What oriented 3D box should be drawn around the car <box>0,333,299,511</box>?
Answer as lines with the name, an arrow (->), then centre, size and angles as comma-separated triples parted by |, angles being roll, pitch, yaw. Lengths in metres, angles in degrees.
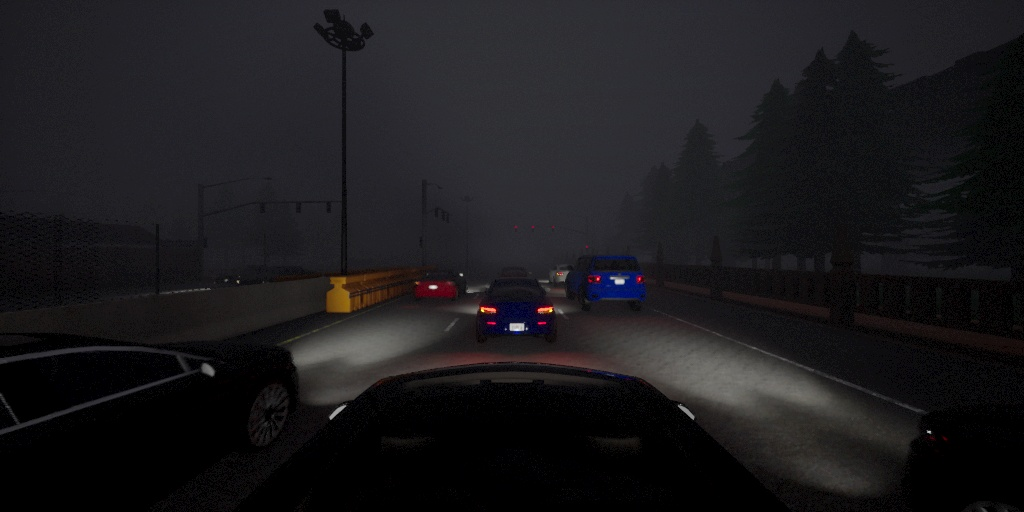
car -> -3.401, 1.242, 2.225 | 2.128, 1.511, 4.902 | 0, 0, 0

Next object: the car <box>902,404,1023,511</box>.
car -> 3.598, 1.243, 0.397 | 2.128, 1.511, 4.902 | 0, 0, 0

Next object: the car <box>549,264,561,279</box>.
car -> 3.598, 1.276, 24.555 | 1.812, 1.442, 4.674 | 0, 0, 0

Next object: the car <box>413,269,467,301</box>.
car -> -3.401, 1.314, 17.510 | 1.994, 1.385, 4.181 | 0, 0, 0

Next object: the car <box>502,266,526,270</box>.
car -> 0.101, 1.276, 19.479 | 1.812, 1.442, 4.674 | 0, 0, 0

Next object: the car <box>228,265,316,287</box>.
car -> -14.059, 1.297, 21.879 | 2.033, 1.411, 5.357 | 0, 0, 0

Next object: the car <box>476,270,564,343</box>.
car -> 0.094, 1.276, 9.583 | 1.812, 1.442, 4.674 | 0, 0, 0

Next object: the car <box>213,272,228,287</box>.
car -> -17.529, 1.315, 23.981 | 1.994, 1.385, 4.181 | 0, 0, 0

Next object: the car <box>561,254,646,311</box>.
car -> 3.600, 0.969, 14.675 | 2.150, 2.045, 5.566 | 0, 0, 0
